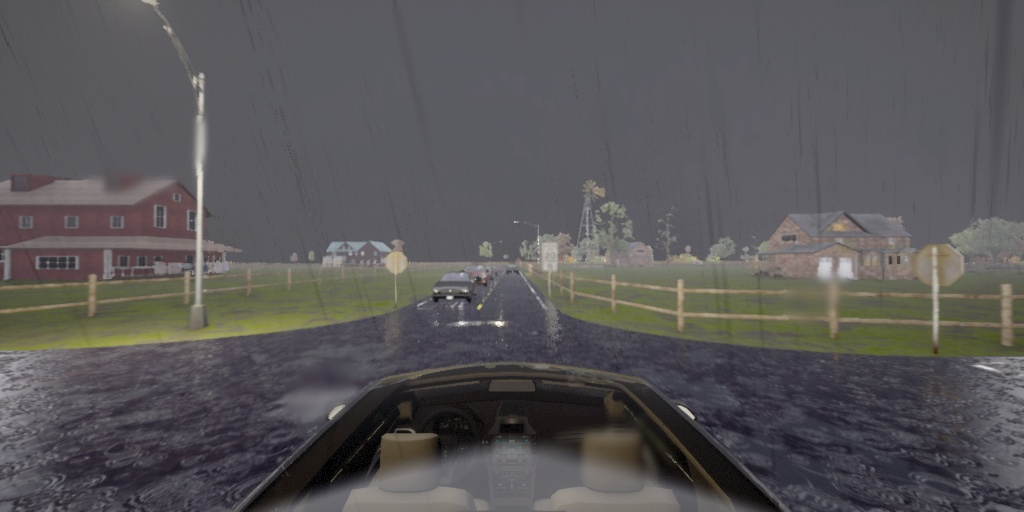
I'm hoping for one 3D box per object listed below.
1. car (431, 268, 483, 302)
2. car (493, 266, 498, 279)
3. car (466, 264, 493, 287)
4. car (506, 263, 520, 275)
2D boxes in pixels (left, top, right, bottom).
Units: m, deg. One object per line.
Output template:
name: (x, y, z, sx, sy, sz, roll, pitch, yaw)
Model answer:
car: (-2.823, 1.512, 18.702, 2.033, 1.411, 5.357, 0, -1, -1)
car: (-2.830, 1.706, 37.803, 1.837, 1.490, 4.892, 0, -1, 0)
car: (-2.842, 1.435, 28.213, 2.097, 1.767, 4.553, 0, -1, 0)
car: (0.089, 1.866, 50.929, 1.837, 1.490, 4.892, 0, -1, 0)
